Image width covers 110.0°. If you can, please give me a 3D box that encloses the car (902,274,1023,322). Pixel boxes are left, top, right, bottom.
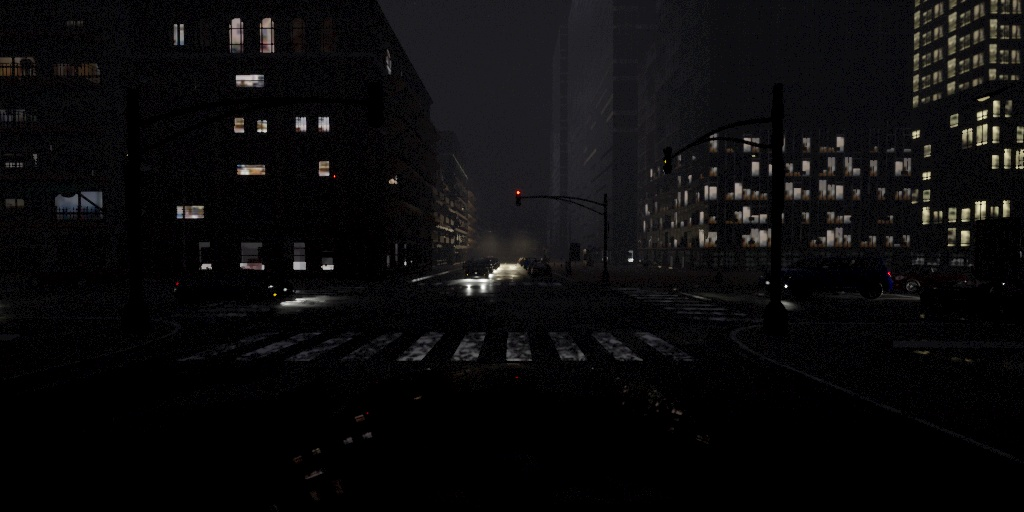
[{"bbox_3d":[16.705,1.445,12.219,4.403,1.370,2.007,0,0,1],"label":"car"}]

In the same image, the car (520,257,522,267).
[{"bbox_3d":[2.608,1.240,55.097,1.888,1.381,4.507,0,0,0],"label":"car"}]

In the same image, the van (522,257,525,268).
[{"bbox_3d":[2.613,1.045,49.451,1.690,1.789,3.998,0,0,0],"label":"van"}]

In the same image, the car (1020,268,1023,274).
[{"bbox_3d":[25.745,1.336,18.009,4.902,1.511,2.128,0,1,1],"label":"car"}]

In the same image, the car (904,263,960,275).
[{"bbox_3d":[23.356,1.230,20.773,4.097,1.591,1.967,0,0,1],"label":"car"}]

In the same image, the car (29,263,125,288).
[{"bbox_3d":[-25.875,1.110,21.377,4.507,1.381,1.888,0,0,1],"label":"car"}]

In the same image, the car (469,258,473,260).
[{"bbox_3d":[-5.735,1.270,49.410,1.948,1.339,4.313,0,0,0],"label":"car"}]

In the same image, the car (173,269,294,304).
[{"bbox_3d":[-11.957,1.281,15.599,4.181,1.385,1.994,0,1,-4],"label":"car"}]

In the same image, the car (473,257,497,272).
[{"bbox_3d":[-3.134,1.220,41.590,1.837,1.490,4.892,0,0,0],"label":"car"}]

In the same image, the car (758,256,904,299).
[{"bbox_3d":[15.724,1.020,18.136,5.566,2.045,2.150,0,1,1],"label":"car"}]

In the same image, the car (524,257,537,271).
[{"bbox_3d":[2.623,1.159,38.159,1.967,1.591,4.097,0,0,0],"label":"car"}]

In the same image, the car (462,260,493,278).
[{"bbox_3d":[-3.119,1.290,32.851,1.994,1.385,4.181,0,0,0],"label":"car"}]

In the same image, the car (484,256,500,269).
[{"bbox_3d":[-3.130,1.054,50.826,2.097,1.767,4.553,0,0,0],"label":"car"}]

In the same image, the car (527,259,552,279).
[{"bbox_3d":[2.628,1.272,32.513,1.888,1.381,4.507,0,0,0],"label":"car"}]
